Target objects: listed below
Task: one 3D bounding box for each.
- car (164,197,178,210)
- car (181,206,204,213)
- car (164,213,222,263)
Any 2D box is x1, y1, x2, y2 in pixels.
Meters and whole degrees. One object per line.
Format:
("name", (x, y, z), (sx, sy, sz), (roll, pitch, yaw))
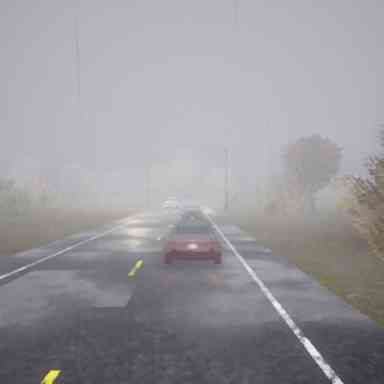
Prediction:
("car", (-3.567, 1.923, 56.681), (2.150, 2.045, 5.566), (0, -1, 1))
("car", (0.046, 1.865, 28.005), (1.812, 1.442, 4.674), (0, 0, 1))
("car", (0.046, 1.717, 12.561), (1.994, 1.385, 4.181), (0, -1, 1))
